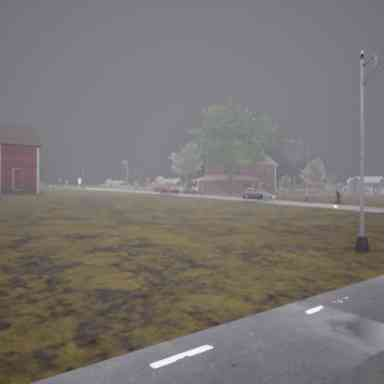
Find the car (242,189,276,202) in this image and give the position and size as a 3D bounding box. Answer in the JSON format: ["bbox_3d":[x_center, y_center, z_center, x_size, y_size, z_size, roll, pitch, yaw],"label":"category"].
[{"bbox_3d":[8.456,0.413,42.133,2.128,1.511,4.902,0,2,-36],"label":"car"}]

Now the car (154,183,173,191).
[{"bbox_3d":[-5.535,-0.833,66.524,2.150,2.045,5.566,0,2,-36],"label":"car"}]

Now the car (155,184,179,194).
[{"bbox_3d":[-4.153,-0.249,59.872,1.895,1.301,4.718,0,2,-36],"label":"car"}]

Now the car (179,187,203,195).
[{"bbox_3d":[0.159,-0.202,58.680,1.812,1.442,4.674,0,2,-35],"label":"car"}]

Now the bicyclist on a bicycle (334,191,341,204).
[{"bbox_3d":[17.449,0.649,39.862,1.656,1.620,0.582,0,2,-36],"label":"bicyclist on a bicycle"}]
